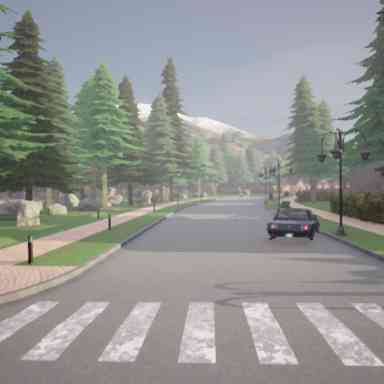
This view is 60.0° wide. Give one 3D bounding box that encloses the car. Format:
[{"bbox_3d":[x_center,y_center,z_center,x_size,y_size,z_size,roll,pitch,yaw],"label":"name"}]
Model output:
[{"bbox_3d":[4.845,1.446,15.696,1.895,1.301,4.718,0,1,23],"label":"car"}]
